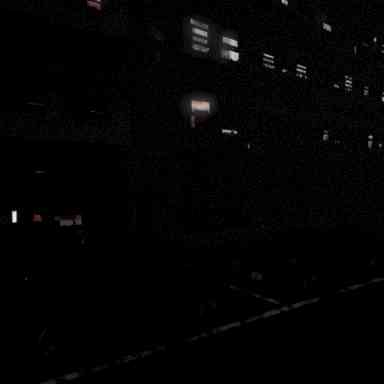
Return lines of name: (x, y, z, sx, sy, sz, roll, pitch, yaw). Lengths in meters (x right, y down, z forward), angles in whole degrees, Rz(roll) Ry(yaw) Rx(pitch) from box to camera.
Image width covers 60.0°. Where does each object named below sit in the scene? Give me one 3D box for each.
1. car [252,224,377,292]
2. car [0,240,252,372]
car: (3.266, 1.562, 8.903, 4.313, 1.339, 1.947, 0, -1, -35)
car: (-1.278, 1.564, 5.663, 4.313, 1.339, 1.947, 0, -1, -35)
